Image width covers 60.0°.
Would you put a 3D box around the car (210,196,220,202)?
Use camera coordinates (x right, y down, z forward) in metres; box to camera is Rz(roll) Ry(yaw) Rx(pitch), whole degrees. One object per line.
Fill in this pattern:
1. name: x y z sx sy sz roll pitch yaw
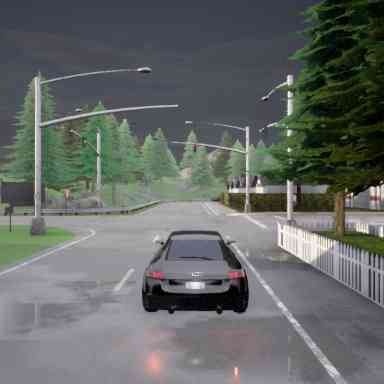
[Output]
1. car: 6.703 1.524 72.905 5.357 1.411 2.033 0 0 -22

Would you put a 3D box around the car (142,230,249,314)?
1. car: 0.075 1.564 7.686 1.994 1.385 4.181 0 0 1
